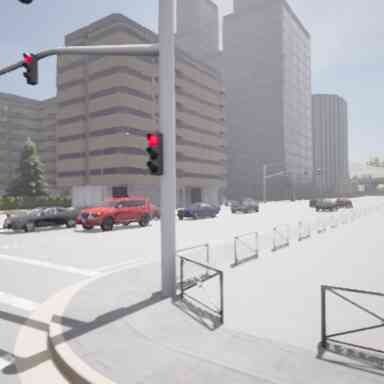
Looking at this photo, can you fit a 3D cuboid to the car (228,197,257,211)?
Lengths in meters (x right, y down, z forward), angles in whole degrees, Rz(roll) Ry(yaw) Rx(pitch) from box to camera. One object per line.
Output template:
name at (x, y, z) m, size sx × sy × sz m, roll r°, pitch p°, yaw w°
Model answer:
car at (7.005, 1.597, 45.889) m, size 2.097 × 1.767 × 4.553 m, roll -1°, pitch 0°, yaw 35°

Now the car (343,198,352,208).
car at (22.509, 1.592, 49.546) m, size 1.882 × 1.535 × 5.008 m, roll -1°, pitch 0°, yaw 35°

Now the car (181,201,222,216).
car at (1.184, 1.794, 37.573) m, size 2.033 × 1.411 × 5.357 m, roll -1°, pitch 0°, yaw 35°

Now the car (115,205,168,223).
car at (-4.391, 1.848, 29.550) m, size 1.895 × 1.301 × 4.718 m, roll -1°, pitch 0°, yaw 35°

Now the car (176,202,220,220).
car at (0.559, 1.805, 30.543) m, size 1.895 × 1.301 × 4.718 m, roll -1°, pitch 0°, yaw 35°

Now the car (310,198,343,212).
car at (16.653, 1.606, 41.107) m, size 2.128 × 1.511 × 4.902 m, roll -1°, pitch -1°, yaw 35°

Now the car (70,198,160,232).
car at (-5.019, 1.427, 22.522) m, size 2.150 × 2.045 × 5.566 m, roll -1°, pitch 0°, yaw 35°

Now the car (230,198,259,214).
car at (6.274, 1.729, 38.744) m, size 1.812 × 1.442 × 4.674 m, roll -1°, pitch 0°, yaw 35°

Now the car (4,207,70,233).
car at (-9.681, 1.740, 21.938) m, size 2.128 × 1.511 × 4.902 m, roll -1°, pitch 0°, yaw 35°
